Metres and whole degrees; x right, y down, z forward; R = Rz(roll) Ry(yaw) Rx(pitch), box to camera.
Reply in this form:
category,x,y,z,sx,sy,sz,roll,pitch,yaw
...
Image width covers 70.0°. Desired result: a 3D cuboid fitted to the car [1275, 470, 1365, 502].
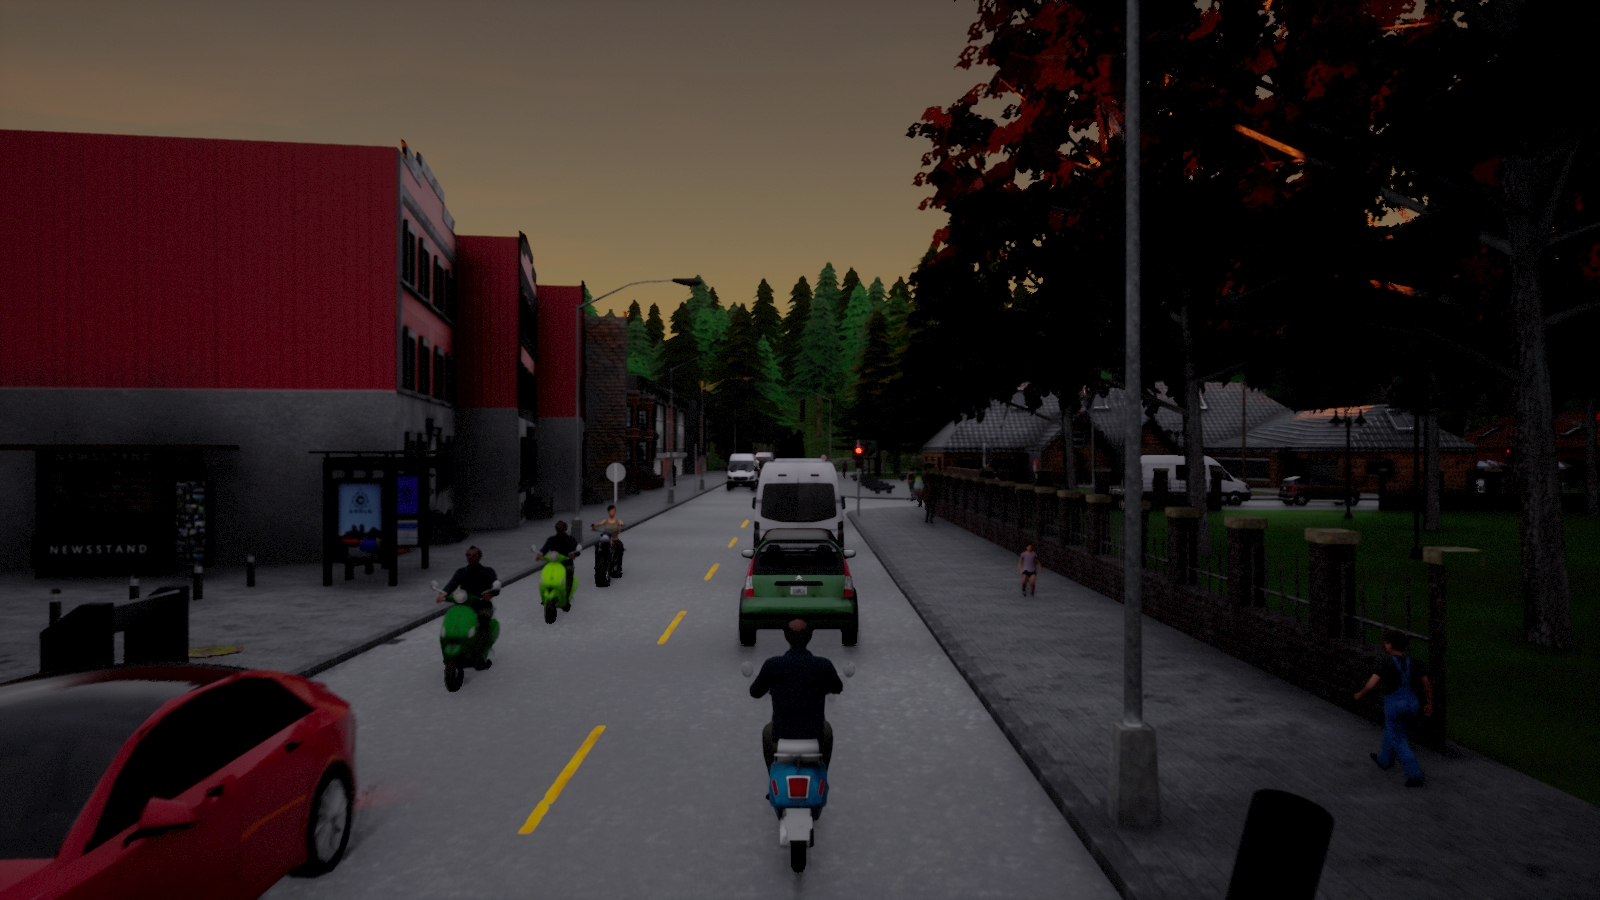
category,x,y,z,sx,sy,sz,roll,pitch,yaw
car,26.125,1.807,57.432,3.705,1.549,1.789,0,0,0

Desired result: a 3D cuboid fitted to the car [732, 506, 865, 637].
category,x,y,z,sx,sy,sz,roll,pitch,yaw
car,-0.023,1.780,17.849,1.851,1.617,3.988,0,0,0

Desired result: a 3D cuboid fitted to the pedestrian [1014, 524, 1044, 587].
category,x,y,z,sx,sy,sz,roll,pitch,yaw
pedestrian,4.156,1.905,20.762,0.500,1.100,0.500,0,0,8

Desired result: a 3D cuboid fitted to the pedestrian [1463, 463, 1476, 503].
category,x,y,z,sx,sy,sz,roll,pitch,yaw
pedestrian,31.191,1.525,53.198,0.375,1.860,0.375,0,0,-3

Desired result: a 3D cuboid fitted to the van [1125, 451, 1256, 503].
category,x,y,z,sx,sy,sz,roll,pitch,yaw
van,19.588,1.315,57.495,5.915,2.561,1.988,0,0,1

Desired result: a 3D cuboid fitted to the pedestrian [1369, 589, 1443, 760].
category,x,y,z,sx,sy,sz,roll,pitch,yaw
pedestrian,4.919,1.806,9.285,0.375,1.300,0.375,0,0,-12

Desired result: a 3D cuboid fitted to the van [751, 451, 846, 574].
category,x,y,z,sx,sy,sz,roll,pitch,yaw
van,-0.044,1.315,26.847,1.988,2.561,5.915,0,0,0

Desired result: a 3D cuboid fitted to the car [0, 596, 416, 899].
category,x,y,z,sx,sy,sz,roll,pitch,yaw
car,-4.017,1.841,6.184,2.231,1.480,4.892,0,0,0

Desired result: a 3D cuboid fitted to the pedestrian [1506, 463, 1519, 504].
category,x,y,z,sx,sy,sz,roll,pitch,yaw
pedestrian,32.661,1.525,52.362,0.375,1.860,0.375,0,0,-2

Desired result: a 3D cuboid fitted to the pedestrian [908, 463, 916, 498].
category,x,y,z,sx,sy,sz,roll,pitch,yaw
pedestrian,6.056,1.629,61.714,0.375,1.860,0.375,0,0,15

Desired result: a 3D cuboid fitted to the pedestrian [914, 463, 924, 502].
category,x,y,z,sx,sy,sz,roll,pitch,yaw
pedestrian,5.619,1.524,53.962,0.375,1.860,0.375,0,0,15

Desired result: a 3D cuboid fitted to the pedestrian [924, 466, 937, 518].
category,x,y,z,sx,sy,sz,roll,pitch,yaw
pedestrian,4.718,1.526,41.272,0.375,1.860,0.375,0,0,-7
